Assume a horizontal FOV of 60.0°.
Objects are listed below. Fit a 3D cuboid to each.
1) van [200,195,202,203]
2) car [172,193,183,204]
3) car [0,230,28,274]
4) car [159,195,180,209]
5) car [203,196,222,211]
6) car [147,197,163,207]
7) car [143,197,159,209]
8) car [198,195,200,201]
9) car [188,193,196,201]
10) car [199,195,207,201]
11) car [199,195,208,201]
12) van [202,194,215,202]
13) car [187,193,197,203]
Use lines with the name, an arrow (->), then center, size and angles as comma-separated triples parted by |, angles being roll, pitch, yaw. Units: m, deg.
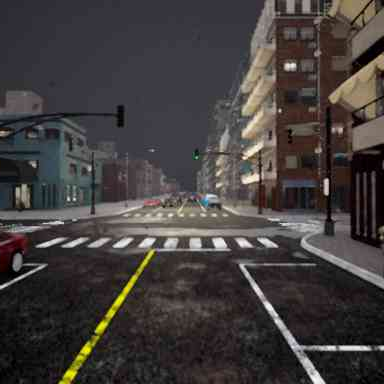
van -> 2.710, 1.314, 57.152 | 1.690, 1.788, 3.998 | 1, 0, 0
car -> -2.995, 1.185, 64.928 | 2.150, 2.045, 5.566 | 0, 0, 0
car -> -5.645, 1.546, 7.890 | 1.887, 1.381, 4.507 | 1, 0, 0
car -> -3.076, 1.486, 45.718 | 1.837, 1.490, 4.892 | 0, 0, 0
car -> 2.705, 1.538, 40.410 | 2.008, 1.369, 4.403 | 1, 0, 0
car -> -5.674, 1.523, 51.535 | 1.887, 1.381, 4.507 | 1, 0, 0
car -> -5.675, 1.565, 45.955 | 1.802, 1.307, 4.206 | 1, 0, 0
car -> 2.708, 1.484, 68.482 | 1.752, 1.417, 4.829 | 1, 0, 0
car -> 0.006, 1.129, 80.288 | 2.097, 1.767, 4.553 | 0, 0, 0
car -> 2.710, 1.499, 85.055 | 1.947, 1.339, 4.313 | 1, 0, 0
car -> 2.709, 1.509, 79.475 | 1.947, 1.339, 4.313 | 1, 0, 0
van -> 2.709, 1.324, 45.989 | 1.690, 1.788, 3.998 | 1, 0, 0
car -> 0.006, 1.500, 70.276 | 1.994, 1.385, 4.181 | 0, 0, 0
